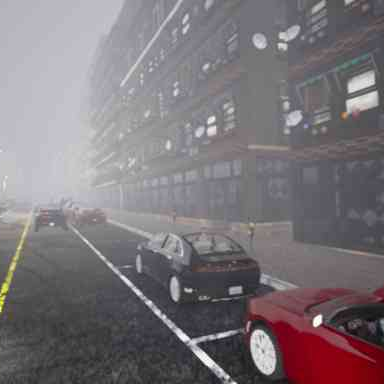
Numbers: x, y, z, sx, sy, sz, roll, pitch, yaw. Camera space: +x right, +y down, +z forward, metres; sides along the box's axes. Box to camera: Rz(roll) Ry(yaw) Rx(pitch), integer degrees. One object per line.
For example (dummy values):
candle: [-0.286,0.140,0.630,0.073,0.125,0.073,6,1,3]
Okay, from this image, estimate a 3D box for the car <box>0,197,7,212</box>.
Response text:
car: [-21.202,1.622,34.891,2.192,1.841,5.009,1,-1,-25]

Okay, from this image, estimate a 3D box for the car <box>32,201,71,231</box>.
car: [-9.264,1.640,21.807,1.837,1.490,4.892,-1,0,-24]

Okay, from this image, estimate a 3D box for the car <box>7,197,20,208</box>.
car: [-32.791,1.850,59.998,2.192,1.841,5.009,1,-1,-25]

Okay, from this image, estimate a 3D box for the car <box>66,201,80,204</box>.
car: [-9.390,1.693,28.093,1.887,1.381,4.507,1,-1,-25]

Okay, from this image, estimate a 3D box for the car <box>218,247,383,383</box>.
car: [2.199,1.522,2.985,1.887,1.381,4.507,1,-1,-25]

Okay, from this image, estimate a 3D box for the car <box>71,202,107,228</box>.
car: [-7.072,1.655,23.073,1.887,1.381,4.507,1,-1,-25]

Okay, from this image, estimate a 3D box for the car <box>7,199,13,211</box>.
car: [-25.841,1.958,44.932,1.947,1.339,4.313,1,-1,-25]

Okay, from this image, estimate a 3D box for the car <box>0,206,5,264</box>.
car: [-6.130,1.429,8.272,2.097,1.767,4.553,-1,0,-25]

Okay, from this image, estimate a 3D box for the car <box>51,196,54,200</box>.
car: [-21.010,1.799,53.190,1.967,1.590,4.097,1,-1,-25]

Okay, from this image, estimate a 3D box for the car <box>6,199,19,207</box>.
car: [-35.111,2.131,65.017,1.887,1.381,4.507,1,-1,-25]

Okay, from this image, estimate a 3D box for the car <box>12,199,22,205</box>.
car: [-42.065,2.334,80.082,1.802,1.307,4.206,1,-1,-25]

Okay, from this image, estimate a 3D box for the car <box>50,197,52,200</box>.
car: [-25.647,2.037,63.233,1.802,1.307,4.206,1,-1,-25]

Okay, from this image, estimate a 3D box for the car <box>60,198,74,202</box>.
car: [-11.700,1.627,33.120,1.967,1.590,4.097,1,-1,-25]

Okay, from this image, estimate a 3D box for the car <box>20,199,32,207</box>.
car: [-31.380,2.012,63.011,1.882,1.535,5.008,-1,0,-25]

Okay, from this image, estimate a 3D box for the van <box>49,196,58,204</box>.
van: [-32.599,1.957,78.302,1.690,1.788,3.998,1,-1,-25]

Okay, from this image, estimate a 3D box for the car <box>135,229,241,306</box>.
car: [-0.119,1.559,8.008,2.008,1.369,4.403,1,-1,-25]

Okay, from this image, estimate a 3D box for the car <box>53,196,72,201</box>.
car: [-16.372,1.584,43.147,2.192,1.841,5.009,1,-1,-25]
